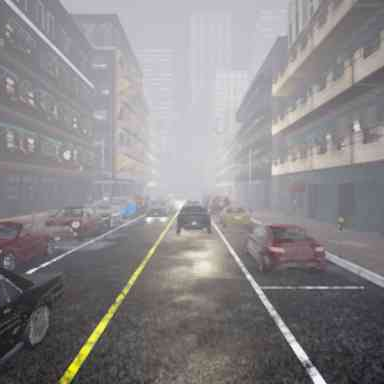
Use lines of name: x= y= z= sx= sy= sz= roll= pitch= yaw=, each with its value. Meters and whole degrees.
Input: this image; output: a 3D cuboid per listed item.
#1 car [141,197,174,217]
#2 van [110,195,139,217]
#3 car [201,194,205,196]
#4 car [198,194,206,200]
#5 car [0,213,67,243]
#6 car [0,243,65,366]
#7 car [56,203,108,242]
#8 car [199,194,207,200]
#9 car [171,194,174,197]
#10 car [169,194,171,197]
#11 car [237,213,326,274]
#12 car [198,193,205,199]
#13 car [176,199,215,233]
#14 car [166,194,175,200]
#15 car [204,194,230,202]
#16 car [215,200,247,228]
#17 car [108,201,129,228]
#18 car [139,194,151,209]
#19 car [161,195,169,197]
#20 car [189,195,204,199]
car: x=-3.096 y=1.463 z=31.056 sx=2.033 sy=1.411 sz=5.357 roll=0 pitch=0 yaw=0
van: x=-5.668 y=1.268 z=27.063 sx=1.690 sy=1.788 sz=3.998 roll=-1 pitch=0 yaw=0
car: x=2.679 y=1.196 z=43.841 sx=2.192 sy=1.841 sz=5.009 roll=-1 pitch=0 yaw=0
car: x=2.685 y=1.330 z=88.657 sx=1.947 sy=1.339 sz=4.313 roll=-1 pitch=0 yaw=0
car: x=-5.666 y=1.554 z=10.258 sx=1.802 sy=1.307 sz=4.206 roll=-1 pitch=0 yaw=0
car: x=-3.101 y=1.591 z=3.458 sx=1.895 sy=1.301 sz=4.718 roll=0 pitch=0 yaw=0
car: x=-5.667 y=1.397 z=15.860 sx=1.967 sy=1.590 sz=4.097 roll=-1 pitch=0 yaw=0
car: x=2.684 y=1.303 z=83.225 sx=1.752 sy=1.417 sz=4.829 roll=-1 pitch=0 yaw=0
car: x=-5.696 y=1.344 z=77.483 sx=2.008 sy=1.369 sz=4.403 roll=-1 pitch=0 yaw=0
car: x=-5.696 y=1.405 z=66.278 sx=1.802 sy=1.307 sz=4.206 roll=-1 pitch=0 yaw=0
car: x=2.682 y=1.554 z=10.229 sx=1.802 sy=1.307 sz=4.206 roll=-1 pitch=0 yaw=0
car: x=2.683 y=1.189 z=94.259 sx=1.967 sy=1.590 sz=4.097 roll=-1 pitch=0 yaw=0
car: x=0.106 y=1.424 z=19.437 sx=1.882 sy=1.535 sz=5.008 roll=0 pitch=0 yaw=0
car: x=-5.695 y=1.315 z=88.686 sx=2.008 sy=1.369 sz=4.403 roll=-1 pitch=0 yaw=0
car: x=2.679 y=1.226 z=32.637 sx=2.192 sy=1.841 sz=5.009 roll=-1 pitch=0 yaw=0
car: x=2.681 y=1.466 z=21.603 sx=1.752 sy=1.417 sz=4.829 roll=-1 pitch=0 yaw=0
car: x=-5.666 y=1.492 z=21.462 sx=2.008 sy=1.369 sz=4.403 roll=-1 pitch=0 yaw=0
car: x=-5.691 y=1.211 z=38.267 sx=2.192 sy=1.841 sz=5.009 roll=-1 pitch=0 yaw=0
car: x=-5.697 y=1.419 z=60.676 sx=1.802 sy=1.307 sz=4.206 roll=-1 pitch=0 yaw=0
car: x=0.102 y=1.454 z=40.470 sx=1.994 sy=1.385 sz=4.181 roll=0 pitch=0 yaw=0
